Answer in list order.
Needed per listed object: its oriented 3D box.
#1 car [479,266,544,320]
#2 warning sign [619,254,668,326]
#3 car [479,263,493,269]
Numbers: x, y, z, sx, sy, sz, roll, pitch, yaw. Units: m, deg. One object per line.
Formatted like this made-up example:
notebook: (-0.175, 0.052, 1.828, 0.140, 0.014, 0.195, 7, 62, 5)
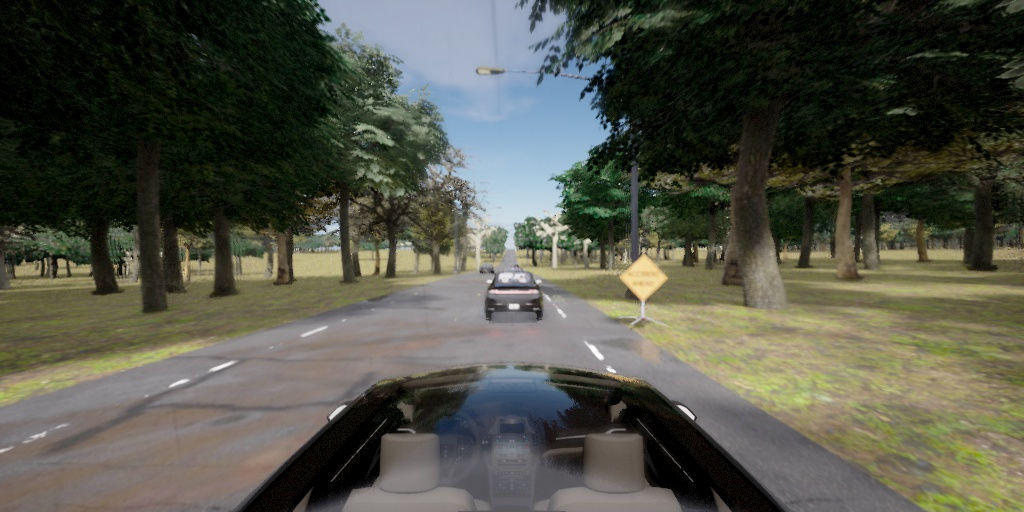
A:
car: (0.074, 1.262, 12.766, 2.128, 1.511, 4.902, 0, 0, 0)
warning sign: (3.553, 0.874, 9.786, 1.300, 1.860, 1.060, 0, 0, 0)
car: (-3.555, 1.779, 50.925, 1.882, 1.535, 5.008, 0, -1, 0)
